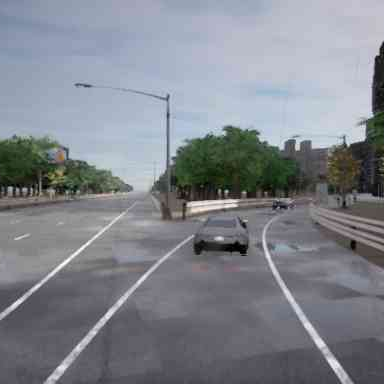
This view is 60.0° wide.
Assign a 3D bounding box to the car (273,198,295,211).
[{"bbox_3d":[11.570,1.557,41.796,1.837,1.490,4.892,0,0,30],"label":"car"}]

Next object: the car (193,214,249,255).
[{"bbox_3d":[1.300,1.576,13.435,1.994,1.385,4.181,0,0,10],"label":"car"}]
